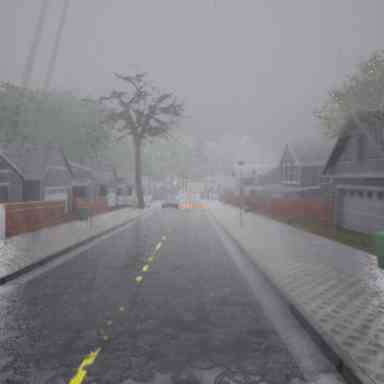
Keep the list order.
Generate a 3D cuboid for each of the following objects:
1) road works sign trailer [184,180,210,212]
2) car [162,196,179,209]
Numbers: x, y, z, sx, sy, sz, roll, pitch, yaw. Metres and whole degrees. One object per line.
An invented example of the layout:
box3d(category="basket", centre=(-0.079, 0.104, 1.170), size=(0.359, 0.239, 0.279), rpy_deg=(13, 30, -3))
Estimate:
box3d(category="road works sign trailer", centre=(0.365, 0.436, 39.090), size=(2.380, 3.560, 2.880), rpy_deg=(0, 0, -7))
box3d(category="car", centre=(-2.823, 1.320, 44.039), size=(2.097, 1.767, 4.553), rpy_deg=(0, 0, 0))
